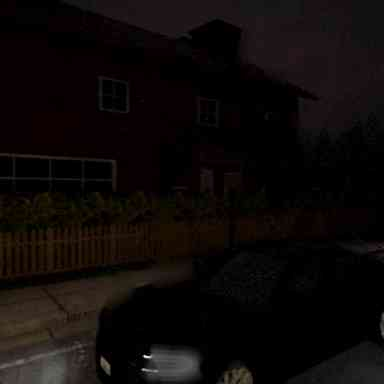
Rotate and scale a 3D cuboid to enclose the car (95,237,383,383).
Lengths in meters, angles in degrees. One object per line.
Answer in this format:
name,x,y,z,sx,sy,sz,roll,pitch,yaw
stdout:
car,1.173,1.476,4.792,5.008,1.535,1.882,0,0,-35
